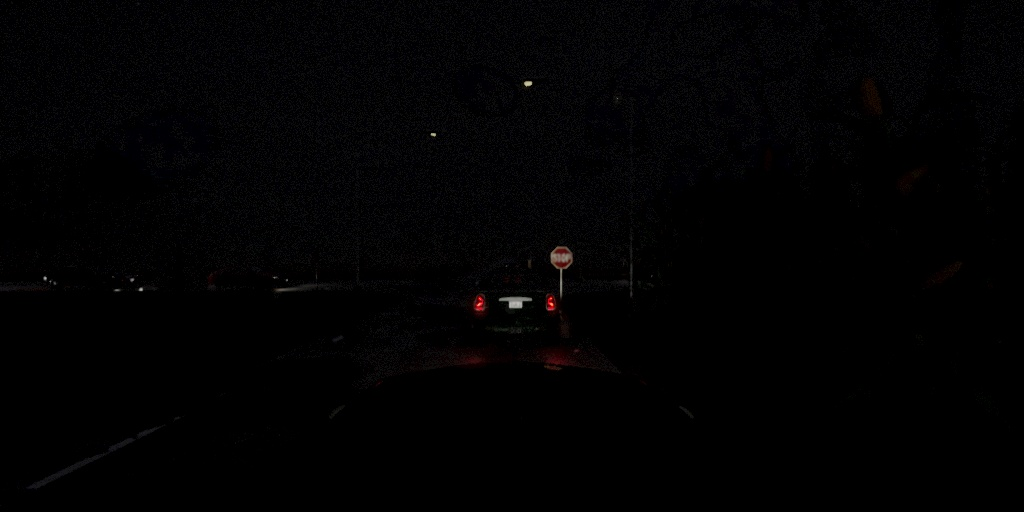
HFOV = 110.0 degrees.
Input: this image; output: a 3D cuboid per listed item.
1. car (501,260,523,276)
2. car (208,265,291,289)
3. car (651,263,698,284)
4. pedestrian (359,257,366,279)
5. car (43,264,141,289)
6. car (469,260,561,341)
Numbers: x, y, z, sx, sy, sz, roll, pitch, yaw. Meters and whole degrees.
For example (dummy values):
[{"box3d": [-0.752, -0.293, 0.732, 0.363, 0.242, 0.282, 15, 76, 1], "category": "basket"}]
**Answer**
[{"box3d": [0.007, 1.192, 36.823, 2.128, 1.511, 4.902, 0, 0, 0], "category": "car"}, {"box3d": [-16.965, 1.312, 23.273, 4.674, 1.442, 1.812, 0, 2, 0], "category": "car"}, {"box3d": [12.629, 1.224, 26.412, 4.674, 1.442, 1.812, 0, 2, 0], "category": "car"}, {"box3d": [-12.254, 0.954, 29.271, 0.375, 1.860, 0.375, 0, 2, 0], "category": "pedestrian"}, {"box3d": [-27.067, 1.300, 23.208, 4.902, 1.511, 2.128, 0, 2, 0], "category": "car"}, {"box3d": [0.026, 1.089, 10.002, 2.097, 1.767, 4.553, 0, 0, -1], "category": "car"}]
